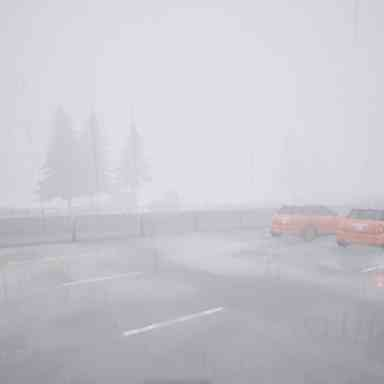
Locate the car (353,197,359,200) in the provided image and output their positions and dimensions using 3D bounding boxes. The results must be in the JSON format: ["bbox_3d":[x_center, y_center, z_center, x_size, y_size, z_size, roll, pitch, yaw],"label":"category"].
[{"bbox_3d":[29.994,1.689,59.824,5.357,1.411,2.033,0,0,-35],"label":"car"}]

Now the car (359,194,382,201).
[{"bbox_3d":[31.406,1.364,56.544,5.566,2.045,2.150,0,0,-35],"label":"car"}]

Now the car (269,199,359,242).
[{"bbox_3d":[6.030,1.388,16.679,4.553,1.767,2.097,0,0,-35],"label":"car"}]

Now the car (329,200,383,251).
[{"bbox_3d":[8.056,1.389,13.824,4.553,1.767,2.097,0,0,-35],"label":"car"}]

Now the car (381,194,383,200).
[{"bbox_3d":[32.944,1.493,53.363,4.553,1.767,2.097,0,0,-35],"label":"car"}]
